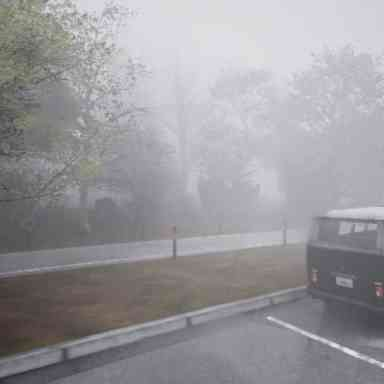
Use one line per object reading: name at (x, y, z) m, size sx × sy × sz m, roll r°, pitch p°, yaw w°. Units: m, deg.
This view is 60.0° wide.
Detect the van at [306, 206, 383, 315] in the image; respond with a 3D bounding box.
van at (4.440, 1.270, 6.987) m, size 4.442 × 1.987 × 1.878 m, roll -1°, pitch -1°, yaw -34°
